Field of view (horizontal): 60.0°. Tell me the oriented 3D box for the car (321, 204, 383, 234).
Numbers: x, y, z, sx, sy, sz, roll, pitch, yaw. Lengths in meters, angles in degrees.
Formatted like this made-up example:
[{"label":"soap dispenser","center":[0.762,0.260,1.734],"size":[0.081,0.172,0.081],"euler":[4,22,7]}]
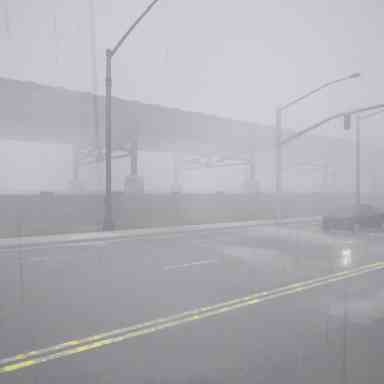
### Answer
[{"label":"car","center":[9.608,1.477,19.514],"size":[5.008,1.535,1.882],"euler":[0,0,-36]}]
